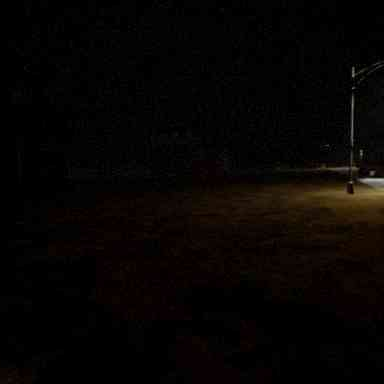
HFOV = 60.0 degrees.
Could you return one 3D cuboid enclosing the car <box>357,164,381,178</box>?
[{"bbox_3d":[19.769,-2.379,37.272,2.128,1.511,4.902,0,5,19],"label":"car"}]
